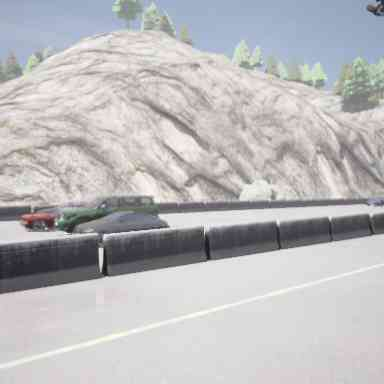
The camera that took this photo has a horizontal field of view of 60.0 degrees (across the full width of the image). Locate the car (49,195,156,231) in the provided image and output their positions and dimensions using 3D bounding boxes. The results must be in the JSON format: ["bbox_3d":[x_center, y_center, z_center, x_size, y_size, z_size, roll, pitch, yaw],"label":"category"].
[{"bbox_3d":[-4.427,1.206,18.032,5.566,2.045,2.150,0,0,-35],"label":"car"}]

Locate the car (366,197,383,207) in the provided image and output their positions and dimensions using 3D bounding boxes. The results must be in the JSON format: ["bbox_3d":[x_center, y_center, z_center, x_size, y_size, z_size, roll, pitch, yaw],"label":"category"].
[{"bbox_3d":[27.854,1.431,49.535,4.674,1.442,1.812,0,0,-36],"label":"car"}]

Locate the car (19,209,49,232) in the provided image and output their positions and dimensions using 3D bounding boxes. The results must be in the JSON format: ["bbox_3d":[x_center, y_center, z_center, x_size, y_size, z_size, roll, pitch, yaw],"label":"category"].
[{"bbox_3d":[-7.697,1.588,19.999,4.718,1.301,1.895,0,0,-36],"label":"car"}]

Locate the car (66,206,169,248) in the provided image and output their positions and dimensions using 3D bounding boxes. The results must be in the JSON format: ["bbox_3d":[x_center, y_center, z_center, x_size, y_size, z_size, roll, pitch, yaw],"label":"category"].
[{"bbox_3d":[-3.037,1.550,14.724,4.181,1.385,1.994,0,0,-36],"label":"car"}]

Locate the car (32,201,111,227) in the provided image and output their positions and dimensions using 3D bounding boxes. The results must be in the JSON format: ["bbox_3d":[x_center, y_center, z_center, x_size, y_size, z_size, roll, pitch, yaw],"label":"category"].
[{"bbox_3d":[-8.516,1.476,23.712,4.902,1.511,2.128,0,0,-36],"label":"car"}]
